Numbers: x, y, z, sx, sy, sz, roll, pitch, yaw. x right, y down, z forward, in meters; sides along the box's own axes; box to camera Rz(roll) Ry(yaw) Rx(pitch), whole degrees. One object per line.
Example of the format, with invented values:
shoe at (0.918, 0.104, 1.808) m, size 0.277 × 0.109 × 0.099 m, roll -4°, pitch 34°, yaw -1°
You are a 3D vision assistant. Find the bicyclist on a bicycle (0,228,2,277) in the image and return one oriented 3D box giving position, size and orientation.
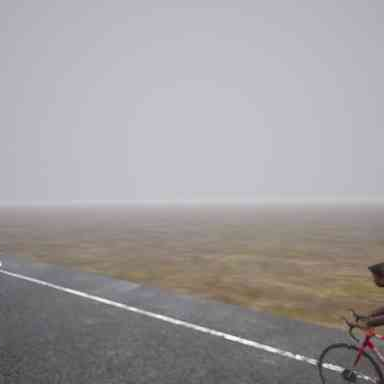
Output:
bicyclist on a bicycle at (-5.761, 1.574, 9.322) m, size 1.843 × 1.776 × 0.659 m, roll 0°, pitch -2°, yaw 37°

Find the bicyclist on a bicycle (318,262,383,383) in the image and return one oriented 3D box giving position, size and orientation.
bicyclist on a bicycle at (2.135, 1.569, 3.416) m, size 1.656 × 1.620 × 0.582 m, roll -1°, pitch -2°, yaw 37°
